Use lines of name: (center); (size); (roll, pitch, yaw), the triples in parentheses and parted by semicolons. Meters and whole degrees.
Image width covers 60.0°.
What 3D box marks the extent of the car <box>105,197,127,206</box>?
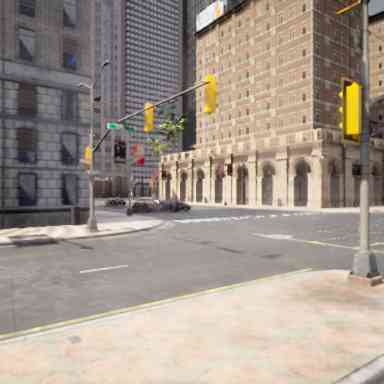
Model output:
car: (-12.433, 1.553, 53.891); (2.033, 1.411, 5.357); (0, 0, -35)

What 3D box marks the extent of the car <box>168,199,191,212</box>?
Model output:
car: (-2.268, 1.552, 39.547); (2.033, 1.411, 5.357); (0, 0, -36)

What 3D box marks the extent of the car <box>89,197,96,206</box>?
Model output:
car: (-17.364, 1.509, 54.826); (1.837, 1.490, 4.892); (0, 0, -35)

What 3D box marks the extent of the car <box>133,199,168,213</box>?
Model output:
car: (-4.972, 1.530, 37.321); (1.812, 1.442, 4.674); (0, 0, -36)
